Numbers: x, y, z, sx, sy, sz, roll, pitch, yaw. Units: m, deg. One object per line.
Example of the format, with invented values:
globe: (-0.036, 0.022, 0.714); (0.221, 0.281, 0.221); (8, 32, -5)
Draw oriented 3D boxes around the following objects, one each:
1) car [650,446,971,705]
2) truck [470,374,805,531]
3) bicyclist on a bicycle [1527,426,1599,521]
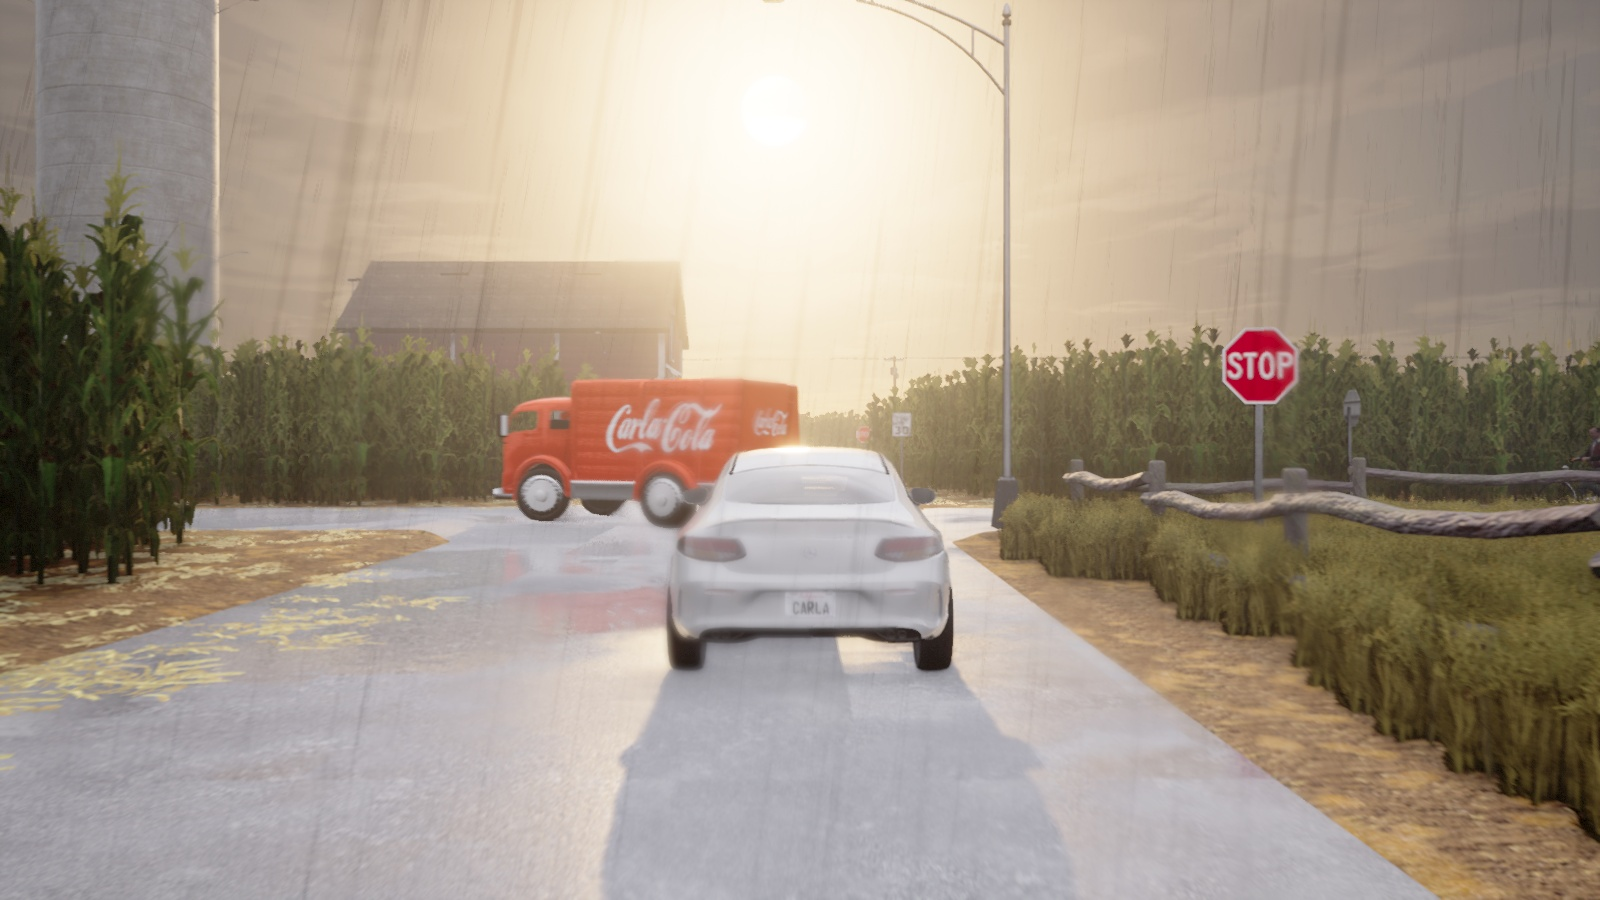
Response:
car: (0.069, 0.699, 9.426); (1.812, 1.442, 4.674); (0, 0, 0)
truck: (-2.846, 0.015, 22.031); (5.204, 2.467, 2.627); (1, 0, 26)
bicyclist on a bicycle: (14.930, 0.446, 23.835); (1.843, 1.776, 0.659); (1, 0, 1)
